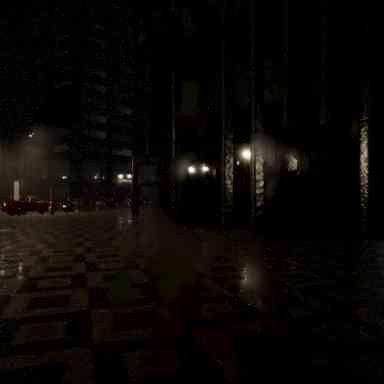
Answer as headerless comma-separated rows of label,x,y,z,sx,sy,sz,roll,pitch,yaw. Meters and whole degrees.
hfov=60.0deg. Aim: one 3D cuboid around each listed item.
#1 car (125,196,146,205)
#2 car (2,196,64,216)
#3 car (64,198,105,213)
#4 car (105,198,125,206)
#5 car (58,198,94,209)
car,-9.619,1.399,55.390,1.967,1.590,4.097,0,0,35
car,-15.459,1.300,31.968,2.192,1.841,5.009,0,0,35
car,-12.250,1.547,36.606,1.947,1.339,4.313,0,0,35
car,-12.828,1.544,50.753,1.802,1.307,4.206,0,0,35
car,-16.037,1.510,46.116,1.887,1.381,4.507,0,0,35
